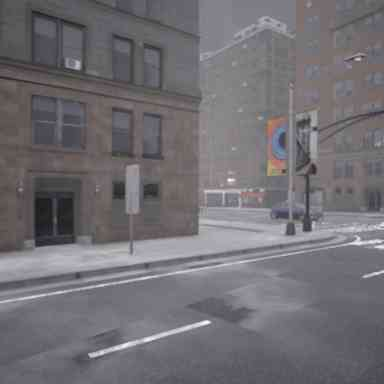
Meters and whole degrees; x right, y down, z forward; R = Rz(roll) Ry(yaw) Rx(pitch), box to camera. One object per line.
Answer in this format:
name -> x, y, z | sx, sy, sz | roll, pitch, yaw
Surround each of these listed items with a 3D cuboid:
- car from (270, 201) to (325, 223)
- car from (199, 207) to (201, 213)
car -> 8.870, 1.585, 28.229 | 2.097, 1.767, 4.553 | 0, -1, -35
car -> -0.763, 1.949, 41.804 | 1.837, 1.490, 4.892 | 0, -1, -35
